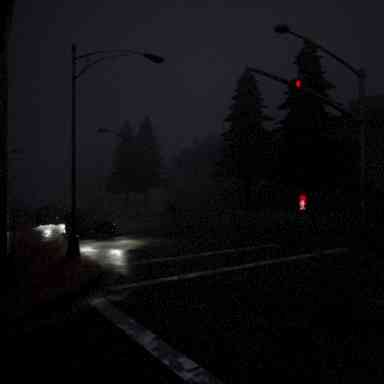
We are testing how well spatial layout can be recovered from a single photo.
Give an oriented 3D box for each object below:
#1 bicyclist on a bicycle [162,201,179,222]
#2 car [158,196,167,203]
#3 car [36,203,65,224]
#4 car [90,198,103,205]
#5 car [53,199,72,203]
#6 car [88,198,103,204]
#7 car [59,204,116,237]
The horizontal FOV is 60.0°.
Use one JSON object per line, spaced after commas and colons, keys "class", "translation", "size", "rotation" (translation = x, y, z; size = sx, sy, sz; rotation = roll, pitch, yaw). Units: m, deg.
{"class": "bicyclist on a bicycle", "translation": [-1.698, 1.570, 26.529], "size": [1.656, 1.620, 0.582], "rotation": [0, 0, -35]}
{"class": "car", "translation": [-5.771, 1.898, 82.542], "size": [1.932, 1.855, 4.605], "rotation": [0, -1, -34]}
{"class": "car", "translation": [-11.819, 1.880, 28.004], "size": [1.994, 1.385, 4.181], "rotation": [0, -1, -34]}
{"class": "car", "translation": [-22.920, 2.216, 79.998], "size": [1.970, 1.475, 3.806], "rotation": [0, -1, -34]}
{"class": "car", "translation": [-19.123, 2.111, 47.942], "size": [1.895, 1.301, 4.718], "rotation": [0, -1, -10]}
{"class": "car", "translation": [-21.204, 2.128, 72.188], "size": [1.845, 1.501, 3.633], "rotation": [0, -1, -34]}
{"class": "car", "translation": [-6.143, 1.699, 19.819], "size": [1.882, 1.535, 5.008], "rotation": [0, -1, -35]}
